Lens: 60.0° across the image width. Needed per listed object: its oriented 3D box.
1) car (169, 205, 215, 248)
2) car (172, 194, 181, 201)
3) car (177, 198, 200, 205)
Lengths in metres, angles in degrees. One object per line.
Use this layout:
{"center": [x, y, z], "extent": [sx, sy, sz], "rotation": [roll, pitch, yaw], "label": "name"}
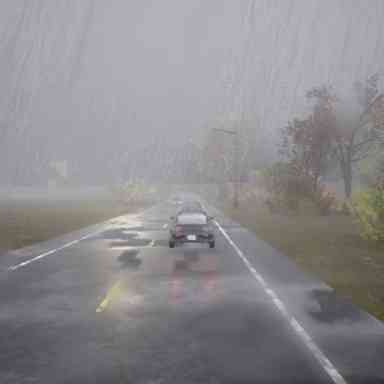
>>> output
{"center": [0.000, 1.523, 14.656], "extent": [1.812, 1.442, 4.674], "rotation": [0, 0, 0], "label": "car"}
{"center": [-3.499, 1.223, 75.990], "extent": [2.097, 1.767, 4.553], "rotation": [0, 0, 0], "label": "car"}
{"center": [0.000, 1.540, 29.660], "extent": [2.033, 1.411, 5.357], "rotation": [0, 0, 0], "label": "car"}
